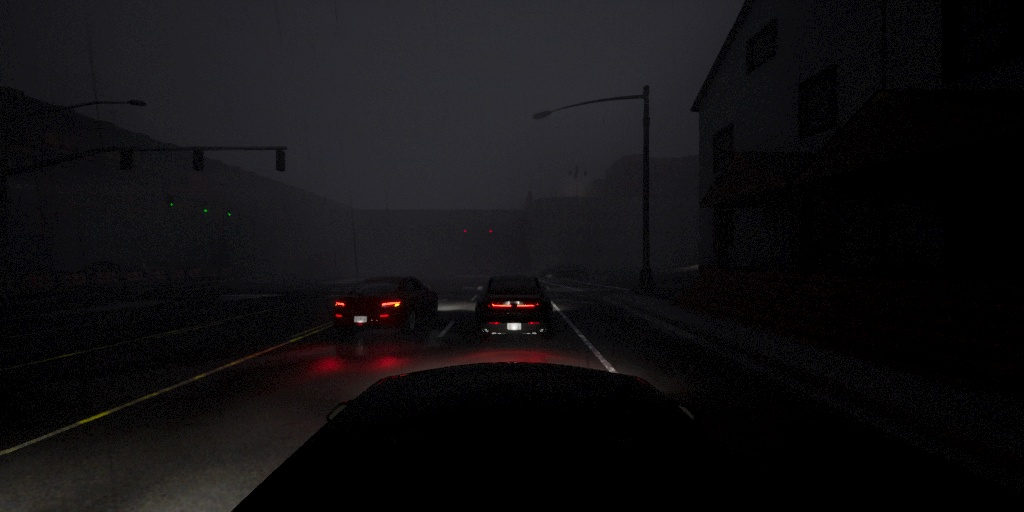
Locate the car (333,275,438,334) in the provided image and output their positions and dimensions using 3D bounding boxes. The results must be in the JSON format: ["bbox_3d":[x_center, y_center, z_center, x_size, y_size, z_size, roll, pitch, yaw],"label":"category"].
[{"bbox_3d":[-3.453,1.276,10.483,1.812,1.442,4.674,0,0,0],"label":"car"}]

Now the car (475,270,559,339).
[{"bbox_3d":[0.043,1.255,10.068,1.837,1.490,4.892,0,0,0],"label":"car"}]

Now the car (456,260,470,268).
[{"bbox_3d":[-8.165,1.314,60.064,1.994,1.385,4.181,0,0,-2],"label":"car"}]

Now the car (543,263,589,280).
[{"bbox_3d":[4.420,1.301,30.565,4.181,1.385,1.994,-2,0,3],"label":"car"}]
